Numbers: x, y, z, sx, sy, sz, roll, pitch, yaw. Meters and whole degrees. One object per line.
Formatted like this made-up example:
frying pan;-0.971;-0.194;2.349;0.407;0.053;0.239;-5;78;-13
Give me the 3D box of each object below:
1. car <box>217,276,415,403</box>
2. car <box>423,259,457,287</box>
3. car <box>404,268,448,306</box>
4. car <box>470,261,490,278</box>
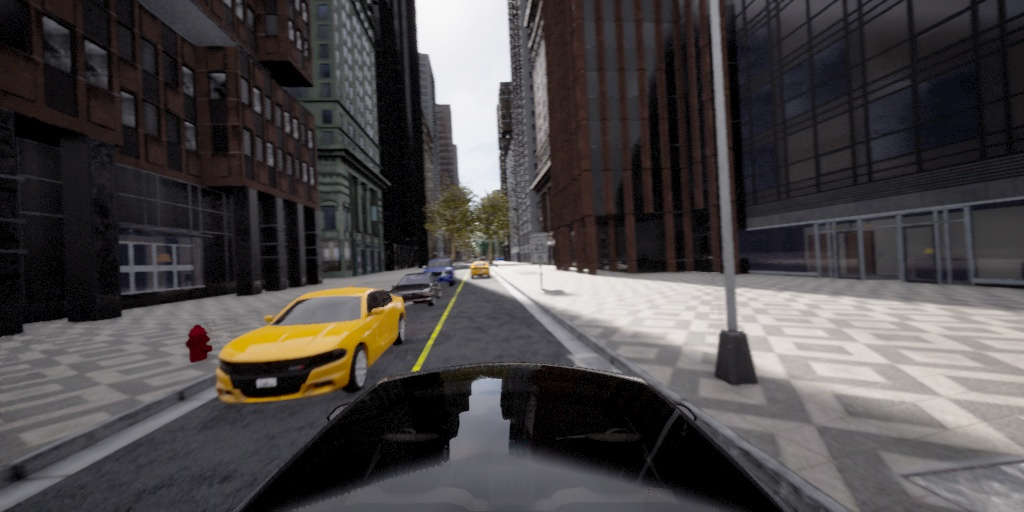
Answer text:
car;-3.455;1.400;7.178;1.882;1.535;5.008;-3;0;-5
car;-5.511;1.248;27.748;2.150;2.045;5.566;-3;0;-6
car;-4.434;1.521;17.050;2.033;1.411;5.357;-3;0;-6
car;-3.217;1.387;36.593;1.882;1.535;5.008;-3;0;-5
